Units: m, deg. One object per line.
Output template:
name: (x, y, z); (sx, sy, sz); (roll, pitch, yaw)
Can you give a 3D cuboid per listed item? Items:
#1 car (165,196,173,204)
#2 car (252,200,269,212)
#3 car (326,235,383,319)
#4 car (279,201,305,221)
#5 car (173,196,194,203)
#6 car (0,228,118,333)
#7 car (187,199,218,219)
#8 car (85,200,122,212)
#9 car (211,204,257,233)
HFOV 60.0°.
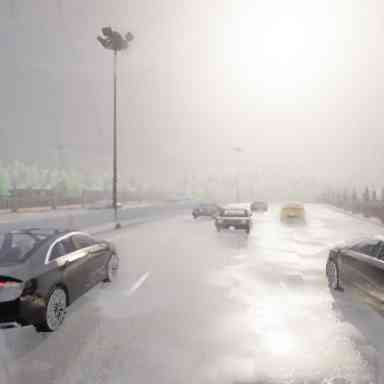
car: (-3.637, 1.473, 63.536); (1.882, 1.535, 5.008); (0, 0, 16)
car: (8.172, 1.599, 40.300); (1.994, 1.385, 4.181); (0, 0, 15)
car: (3.993, 1.509, 6.046); (2.128, 1.511, 4.902); (0, 0, 4)
car: (8.335, 1.513, 27.732); (1.882, 1.535, 5.008); (0, 0, 15)
car: (-0.753, 1.503, 47.929); (1.837, 1.490, 4.892); (0, 0, 16)
car: (-2.953, 1.479, 6.783); (2.128, 1.511, 4.902); (0, 0, 4)
car: (1.433, 1.553, 29.122); (2.033, 1.411, 5.357); (0, 0, 15)
car: (-8.616, 1.488, 32.878); (1.812, 1.442, 4.674); (0, 0, 15)
car: (2.620, 1.612, 19.756); (1.895, 1.301, 4.718); (0, 0, 13)
